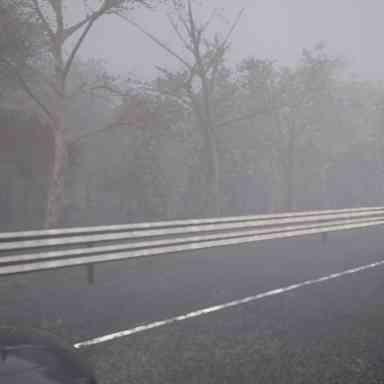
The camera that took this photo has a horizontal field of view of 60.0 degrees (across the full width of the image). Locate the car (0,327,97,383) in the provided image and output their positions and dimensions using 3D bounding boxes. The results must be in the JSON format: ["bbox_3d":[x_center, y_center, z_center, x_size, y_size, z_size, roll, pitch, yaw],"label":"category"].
[{"bbox_3d":[-2.937,1.517,1.658,4.892,1.490,1.837,0,0,-35],"label":"car"}]
